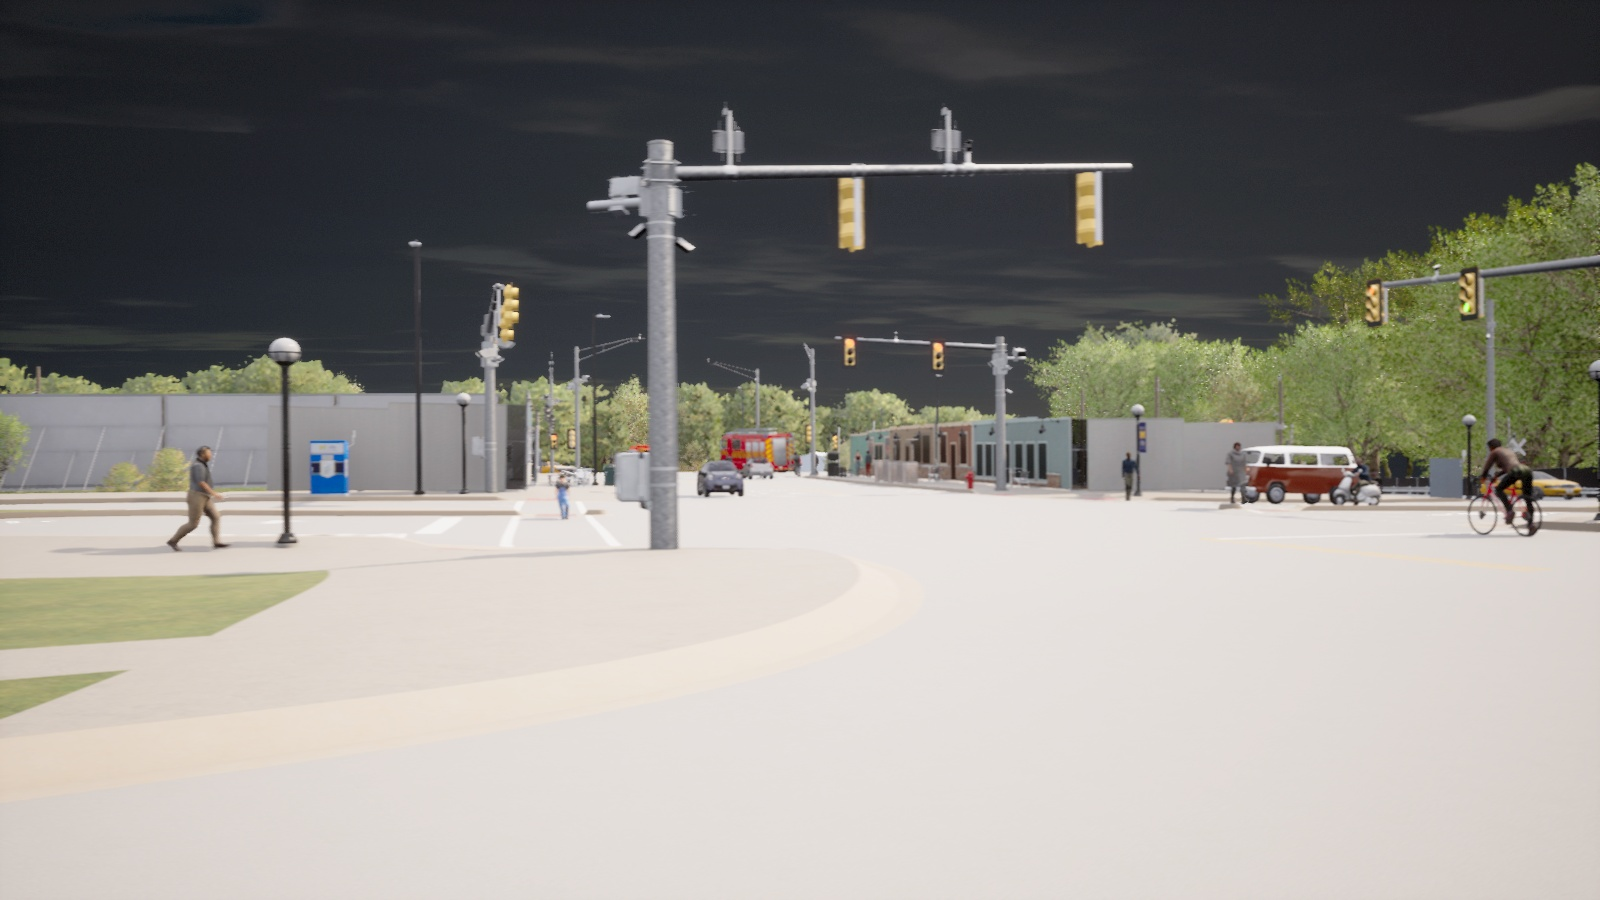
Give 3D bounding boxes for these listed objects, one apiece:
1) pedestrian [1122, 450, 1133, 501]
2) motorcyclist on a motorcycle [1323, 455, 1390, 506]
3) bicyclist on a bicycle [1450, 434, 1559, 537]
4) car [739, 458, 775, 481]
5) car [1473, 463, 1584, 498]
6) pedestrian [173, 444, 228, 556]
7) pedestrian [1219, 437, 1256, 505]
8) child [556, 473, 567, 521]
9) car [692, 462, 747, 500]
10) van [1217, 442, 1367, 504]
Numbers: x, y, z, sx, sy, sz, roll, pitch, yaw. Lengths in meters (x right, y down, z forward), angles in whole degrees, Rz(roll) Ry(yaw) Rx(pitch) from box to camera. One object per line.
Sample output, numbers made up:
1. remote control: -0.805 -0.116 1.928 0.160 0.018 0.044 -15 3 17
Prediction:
1. pedestrian: 11.987 0.915 45.975 0.370 1.835 0.726 -1 0 17
2. motorcyclist on a motorcycle: 17.706 0.985 39.982 1.817 1.590 0.866 1 -1 -17
3. bicyclist on a bicycle: 11.636 0.589 20.811 0.582 1.620 1.656 -1 -2 -11
4. car: -2.974 1.310 85.673 1.845 1.501 3.633 -1 0 -11
5. car: 35.406 1.514 61.221 1.801 1.575 5.366 -1 -1 -7
6. pedestrian: -10.069 0.822 21.108 0.694 1.848 0.540 -1 0 -11
7. pedestrian: 12.683 0.604 36.442 0.659 1.952 0.873 -1 0 -9
8. child: -6.377 1.247 33.610 0.270 1.263 0.437 -1 0 -9
9. car: -3.428 1.260 52.981 1.845 1.501 3.633 -1 0 -11
10. van: 17.112 0.829 43.778 4.480 2.038 2.069 1 -2 -13
